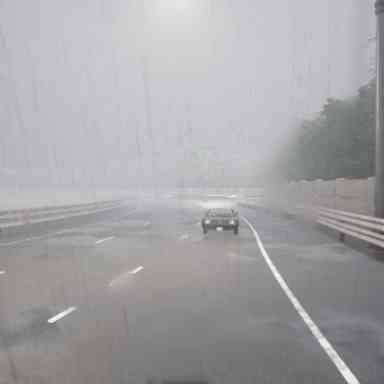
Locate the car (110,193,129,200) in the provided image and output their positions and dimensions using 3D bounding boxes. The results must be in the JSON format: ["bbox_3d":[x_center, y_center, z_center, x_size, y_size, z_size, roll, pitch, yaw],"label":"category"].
[{"bbox_3d":[-18.136,1.326,82.852,1.994,1.385,4.181,0,0,-32],"label":"car"}]

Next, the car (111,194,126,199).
[{"bbox_3d":[-20.651,1.169,93.243,2.033,1.411,5.357,0,0,-38],"label":"car"}]

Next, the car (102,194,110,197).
[{"bbox_3d":[-23.490,1.183,91.196,1.994,1.385,4.181,0,0,-38],"label":"car"}]

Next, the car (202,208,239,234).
[{"bbox_3d":[1.679,1.560,19.020,1.895,1.301,4.718,0,0,7],"label":"car"}]

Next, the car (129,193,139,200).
[{"bbox_3d":[-15.048,1.298,84.498,2.128,1.511,4.902,0,0,-32],"label":"car"}]
